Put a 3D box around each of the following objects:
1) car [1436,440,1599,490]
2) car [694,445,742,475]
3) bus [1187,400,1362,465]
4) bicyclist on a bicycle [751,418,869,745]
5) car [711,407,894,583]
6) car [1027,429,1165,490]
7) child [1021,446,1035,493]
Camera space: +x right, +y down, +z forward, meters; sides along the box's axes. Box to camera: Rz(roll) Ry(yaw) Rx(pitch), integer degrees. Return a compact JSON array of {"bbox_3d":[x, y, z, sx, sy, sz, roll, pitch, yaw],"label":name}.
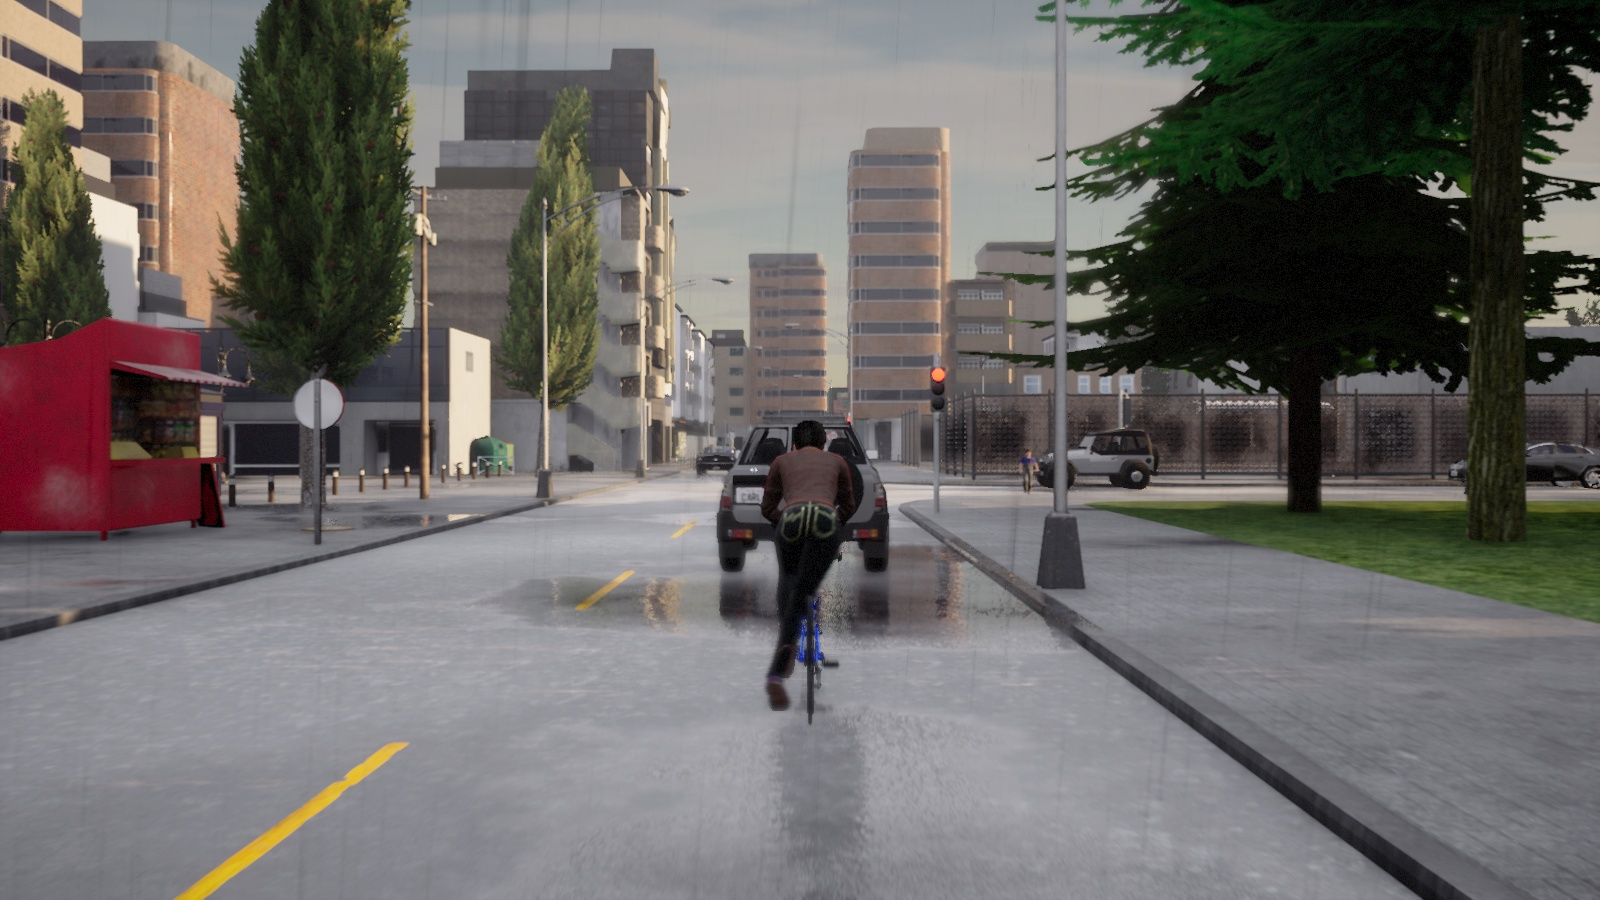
[{"bbox_3d":[22.831,0.451,39.200,4.902,1.511,2.128,0,0,0],"label":"car"},{"bbox_3d":[-3.728,0.445,57.951,1.895,1.301,4.718,0,0,0],"label":"car"},{"bbox_3d":[31.813,-1.187,84.594,10.273,4.253,3.944,0,0,4],"label":"bus"},{"bbox_3d":[0.055,0.651,7.058,0.582,1.620,1.656,0,0,0],"label":"bicyclist on a bicycle"},{"bbox_3d":[0.076,0.456,15.565,1.932,1.855,4.605,0,0,1],"label":"car"},{"bbox_3d":[9.213,0.279,39.266,3.866,1.878,1.905,0,0,0],"label":"car"},{"bbox_3d":[6.099,0.518,33.589,0.270,1.263,0.437,0,0,0],"label":"child"}]
